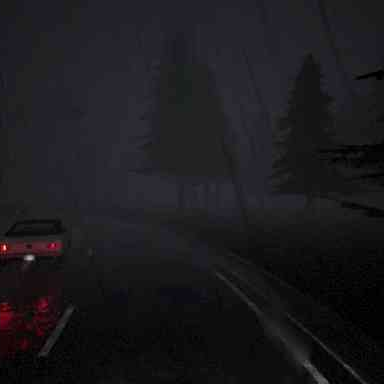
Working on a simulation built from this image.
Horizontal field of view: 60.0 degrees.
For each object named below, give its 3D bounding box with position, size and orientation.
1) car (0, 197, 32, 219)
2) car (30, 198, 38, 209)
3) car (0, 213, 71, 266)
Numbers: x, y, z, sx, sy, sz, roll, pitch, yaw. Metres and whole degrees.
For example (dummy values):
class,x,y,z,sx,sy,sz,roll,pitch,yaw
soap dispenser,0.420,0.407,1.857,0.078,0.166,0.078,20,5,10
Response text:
class,x,y,z,sx,sy,sz,roll,pitch,yaw
car,-16.619,1.551,30.758,1.882,1.535,5.008,0,0,-37
car,-23.133,1.625,46.899,1.812,1.442,4.674,0,0,-38
car,-5.372,1.623,11.804,1.895,1.301,4.718,0,0,-17
